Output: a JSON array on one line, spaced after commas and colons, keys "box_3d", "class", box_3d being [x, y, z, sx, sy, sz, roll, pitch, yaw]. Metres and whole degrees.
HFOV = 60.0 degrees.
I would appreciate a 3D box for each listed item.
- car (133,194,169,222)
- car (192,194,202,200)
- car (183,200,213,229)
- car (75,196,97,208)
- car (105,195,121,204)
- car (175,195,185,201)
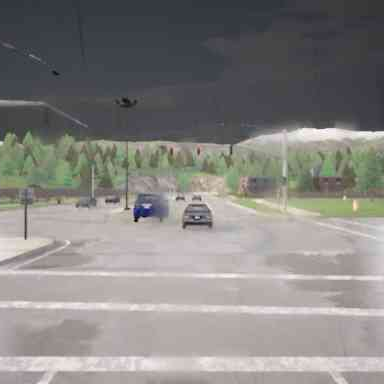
[{"box_3d": [-3.072, 1.150, 25.720, 2.150, 2.045, 5.566, 0, 0, 1], "class": "car"}, {"box_3d": [1.062, 1.191, 70.213, 1.994, 1.385, 4.181, 0, 0, 1], "class": "car"}, {"box_3d": [0.356, 1.488, 21.329, 2.033, 1.411, 5.357, 0, 0, 1], "class": "car"}, {"box_3d": [-14.422, 1.378, 45.584, 1.837, 1.490, 4.892, 0, 0, 2], "class": "car"}, {"box_3d": [-14.155, 1.313, 59.471, 1.882, 1.535, 5.008, 0, 0, 1], "class": "car"}, {"box_3d": [-2.437, 1.233, 70.299, 1.895, 1.301, 4.718, 0, 0, 1], "class": "car"}]
